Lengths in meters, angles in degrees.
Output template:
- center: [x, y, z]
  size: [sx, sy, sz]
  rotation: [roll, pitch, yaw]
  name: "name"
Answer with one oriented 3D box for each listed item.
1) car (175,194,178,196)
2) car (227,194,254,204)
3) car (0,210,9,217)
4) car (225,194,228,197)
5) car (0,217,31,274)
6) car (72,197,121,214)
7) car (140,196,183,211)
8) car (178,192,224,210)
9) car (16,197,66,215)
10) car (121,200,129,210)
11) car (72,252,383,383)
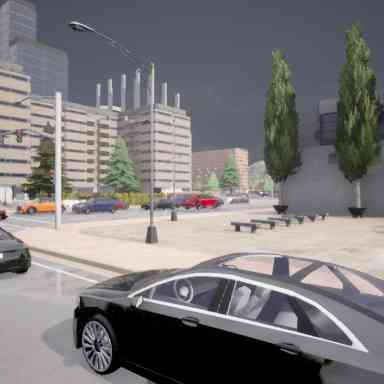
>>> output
- center: [-1.495, 1.220, 50.122]
  size: [2.150, 2.045, 5.566]
  rotation: [0, 0, 41]
  name: "car"
- center: [9.019, 1.533, 62.099]
  size: [1.812, 1.442, 4.674]
  rotation: [0, 0, 41]
  name: "car"
- center: [-15.659, 1.601, 23.600]
  size: [4.718, 1.301, 1.895]
  rotation: [0, 0, -35]
  name: "car"
- center: [2.843, 1.491, 49.771]
  size: [2.128, 1.511, 4.902]
  rotation: [0, 0, 41]
  name: "car"
- center: [-6.354, 1.564, 9.511]
  size: [4.181, 1.385, 1.994]
  rotation: [0, 0, 40]
  name: "car"
- center: [-10.185, 1.352, 34.775]
  size: [2.097, 1.767, 4.553]
  rotation: [0, 0, 41]
  name: "car"
- center: [-3.975, 1.547, 41.931]
  size: [2.033, 1.411, 5.357]
  rotation: [0, 0, 41]
  name: "car"
- center: [1.178, 1.221, 42.222]
  size: [2.150, 2.045, 5.566]
  rotation: [0, 0, 41]
  name: "car"
- center: [-15.447, 1.352, 34.148]
  size: [2.097, 1.767, 4.553]
  rotation: [0, 0, 42]
  name: "car"
- center: [-9.743, 1.564, 40.618]
  size: [1.994, 1.385, 4.181]
  rotation: [0, 0, 41]
  name: "car"
- center: [0.548, 1.492, 3.888]
  size: [4.902, 1.511, 2.128]
  rotation: [0, 0, 38]
  name: "car"
